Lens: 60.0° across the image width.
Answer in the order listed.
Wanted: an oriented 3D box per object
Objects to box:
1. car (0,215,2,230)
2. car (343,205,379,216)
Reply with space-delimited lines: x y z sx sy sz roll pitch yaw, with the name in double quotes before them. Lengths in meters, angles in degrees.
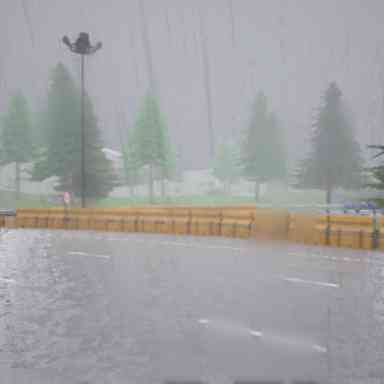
"car" -12.318 1.491 17.304 5.008 1.535 1.882 0 0 18
"car" 16.514 1.352 30.887 5.008 1.535 1.882 0 0 -11
